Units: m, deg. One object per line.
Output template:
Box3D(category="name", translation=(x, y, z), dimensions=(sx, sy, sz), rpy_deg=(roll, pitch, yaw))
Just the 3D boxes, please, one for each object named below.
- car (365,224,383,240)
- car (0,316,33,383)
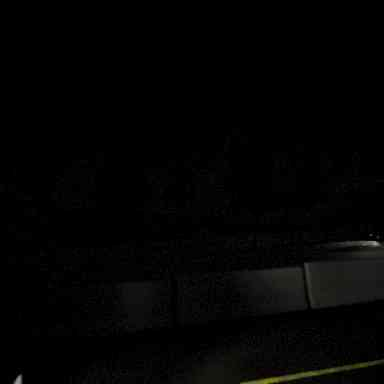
Box3D(category="car", translation=(16.453, 3.210, 27.353), dimensions=(4.181, 1.385, 1.994), rpy_deg=(-3, -6, -11))
Box3D(category="car", translation=(-4.669, 1.920, 3.222), dimensions=(5.566, 2.045, 2.150), rpy_deg=(-3, -6, -11))
